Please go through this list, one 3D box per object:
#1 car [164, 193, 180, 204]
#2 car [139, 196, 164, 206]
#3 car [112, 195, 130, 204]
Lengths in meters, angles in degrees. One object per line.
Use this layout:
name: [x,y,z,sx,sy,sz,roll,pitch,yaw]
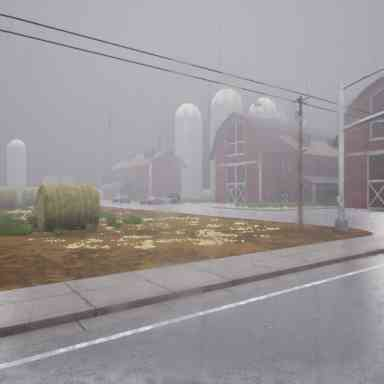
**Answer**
car: [-3.967,1.118,57.661,3.866,1.878,1.905,-2,5,11]
car: [-6.980,1.467,54.871,1.812,1.442,4.674,-1,0,-37]
car: [-13.738,1.325,64.023,2.097,1.767,4.553,0,0,-37]
